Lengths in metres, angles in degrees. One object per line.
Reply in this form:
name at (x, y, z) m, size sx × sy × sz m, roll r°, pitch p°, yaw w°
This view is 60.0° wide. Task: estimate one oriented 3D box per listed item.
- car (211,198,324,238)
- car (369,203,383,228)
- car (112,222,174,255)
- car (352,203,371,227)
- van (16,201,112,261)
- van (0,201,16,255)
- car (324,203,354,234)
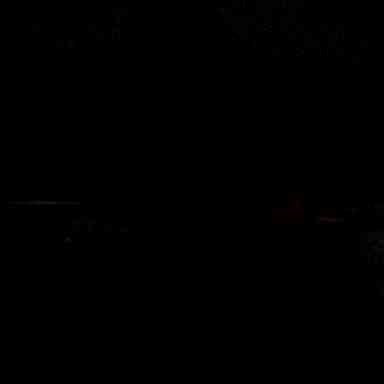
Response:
car at (4.270, 1.387, 19.177) m, size 5.566 × 2.045 × 2.435 m, roll -1°, pitch -1°, yaw 34°
car at (11.532, 1.594, 24.373) m, size 4.553 × 1.767 × 2.185 m, roll -1°, pitch -1°, yaw 34°
car at (-2.809, 1.551, 13.860) m, size 5.366 × 1.575 × 1.946 m, roll -1°, pitch -1°, yaw 34°
car at (9.114, 1.694, 22.634) m, size 4.892 × 1.521 × 2.231 m, roll -1°, pitch -1°, yaw 34°
van at (-5.287, 1.302, 12.175) m, size 4.442 × 1.987 × 1.878 m, roll -1°, pitch -1°, yaw 34°
van at (-7.709, 1.274, 10.441) m, size 4.442 × 1.987 × 1.878 m, roll -1°, pitch -1°, yaw 34°
car at (6.863, 1.660, 20.796) m, size 5.366 × 1.575 × 1.946 m, roll -1°, pitch -1°, yaw 34°
